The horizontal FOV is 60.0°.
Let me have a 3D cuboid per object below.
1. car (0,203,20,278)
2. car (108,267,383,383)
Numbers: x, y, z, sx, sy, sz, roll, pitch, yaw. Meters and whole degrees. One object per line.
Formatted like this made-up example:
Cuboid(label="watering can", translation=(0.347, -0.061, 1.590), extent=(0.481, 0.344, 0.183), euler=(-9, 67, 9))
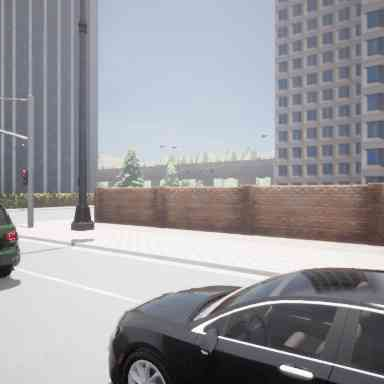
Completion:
Cuboid(label="car", translation=(-6.786, 1.221, 8.819), extent=(5.566, 2.045, 2.150), euler=(0, 0, 35))
Cuboid(label="car", translation=(1.290, 1.505, 3.073), extent=(4.892, 1.490, 1.837), euler=(0, 0, 36))
